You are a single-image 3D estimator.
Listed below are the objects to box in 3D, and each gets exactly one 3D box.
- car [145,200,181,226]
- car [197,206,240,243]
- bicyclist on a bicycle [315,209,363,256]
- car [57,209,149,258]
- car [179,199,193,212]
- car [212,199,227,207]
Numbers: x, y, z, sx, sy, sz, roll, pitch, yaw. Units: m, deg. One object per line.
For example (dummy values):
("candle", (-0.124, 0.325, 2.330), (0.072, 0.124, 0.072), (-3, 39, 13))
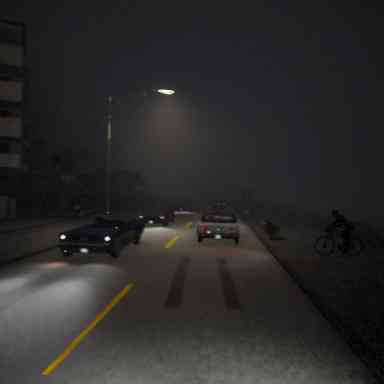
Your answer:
("car", (-2.315, 1.478, 23.215), (2.033, 1.411, 5.357), (1, 0, 5))
("car", (1.314, 1.612, 16.353), (1.895, 1.301, 4.718), (1, 0, 5))
("bicyclist on a bicycle", (5.164, 1.444, 11.675), (1.656, 1.620, 0.582), (1, 0, 5))
("car", (-3.191, 1.523, 12.584), (1.895, 1.301, 4.718), (1, 0, 5))
("car", (-0.924, 1.492, 39.176), (2.033, 1.411, 5.357), (1, 0, 5))
("car", (3.607, 1.580, 44.034), (2.033, 1.411, 5.357), (1, 0, 5))
